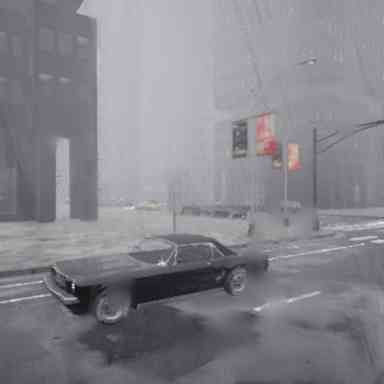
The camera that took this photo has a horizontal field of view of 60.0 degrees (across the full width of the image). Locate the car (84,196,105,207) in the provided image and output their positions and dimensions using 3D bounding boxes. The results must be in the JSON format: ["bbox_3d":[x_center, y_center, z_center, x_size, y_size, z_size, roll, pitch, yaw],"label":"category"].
[{"bbox_3d":[-18.584,1.764,63.318,2.192,1.841,5.009,-1,0,-35],"label":"car"}]

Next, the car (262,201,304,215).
[{"bbox_3d":[10.405,1.700,37.334,1.967,1.590,4.097,-1,0,-35],"label":"car"}]

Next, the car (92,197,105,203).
[{"bbox_3d":[-24.228,2.040,85.929,2.008,1.369,4.403,-1,0,-35],"label":"car"}]

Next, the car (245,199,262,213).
[{"bbox_3d":[7.257,1.718,41.752,1.967,1.590,4.097,-1,0,-35],"label":"car"}]

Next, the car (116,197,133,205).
[{"bbox_3d":[-14.784,1.860,72.676,1.967,1.590,4.097,-1,0,-35],"label":"car"}]

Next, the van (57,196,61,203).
[{"bbox_3d":[-34.330,1.905,85.411,1.690,1.788,3.998,-1,0,-35],"label":"van"}]

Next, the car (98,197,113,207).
[{"bbox_3d":[-15.432,2.009,58.900,1.802,1.307,4.206,-1,0,-35],"label":"car"}]

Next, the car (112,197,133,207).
[{"bbox_3d":[-11.902,1.966,58.712,1.994,1.385,4.181,0,0,-35],"label":"car"}]

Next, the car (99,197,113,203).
[{"bbox_3d":[-21.081,2.011,81.511,1.887,1.381,4.507,-1,0,-35],"label":"car"}]

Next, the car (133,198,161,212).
[{"bbox_3d":[-5.886,1.891,45.506,1.752,1.417,4.829,-1,0,-35],"label":"car"}]

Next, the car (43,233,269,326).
[{"bbox_3d":[-0.587,1.630,7.228,4.718,1.301,1.895,1,0,-35],"label":"car"}]

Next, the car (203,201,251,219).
[{"bbox_3d":[3.463,1.876,32.388,1.947,1.339,4.313,-1,0,-35],"label":"car"}]

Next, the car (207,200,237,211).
[{"bbox_3d":[4.110,1.879,46.170,1.802,1.307,4.206,-1,0,-35],"label":"car"}]

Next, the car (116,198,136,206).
[{"bbox_3d":[-13.079,1.900,65.531,2.128,1.511,4.902,0,0,-35],"label":"car"}]

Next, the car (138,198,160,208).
[{"bbox_3d":[-7.512,1.876,57.777,1.837,1.490,4.892,0,0,-34],"label":"car"}]

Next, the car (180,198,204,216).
[{"bbox_3d":[0.311,1.644,36.806,2.192,1.841,5.009,-1,0,-35],"label":"car"}]

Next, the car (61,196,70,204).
[{"bbox_3d":[-28.029,2.062,76.574,1.887,1.381,4.507,-1,0,-35],"label":"car"}]

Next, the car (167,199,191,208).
[{"bbox_3d":[-2.188,1.880,55.005,1.887,1.381,4.507,-1,0,-35],"label":"car"}]

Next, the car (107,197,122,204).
[{"bbox_3d":[-17.932,1.883,77.094,1.967,1.590,4.097,-1,0,-35],"label":"car"}]

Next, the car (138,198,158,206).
[{"bbox_3d":[-8.584,1.902,63.979,1.752,1.417,4.829,-1,0,-35],"label":"car"}]
